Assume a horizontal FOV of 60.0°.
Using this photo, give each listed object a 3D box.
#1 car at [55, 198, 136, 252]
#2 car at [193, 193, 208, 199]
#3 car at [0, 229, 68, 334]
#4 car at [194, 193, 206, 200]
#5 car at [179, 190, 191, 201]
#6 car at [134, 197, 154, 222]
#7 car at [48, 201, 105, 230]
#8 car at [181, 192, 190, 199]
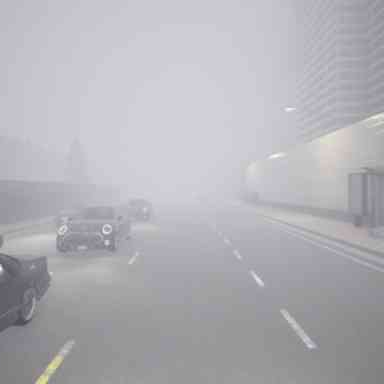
[{"bbox_3d":[-3.849,1.323,13.736,2.097,1.767,4.553,-1,0,-1],"label":"car"},{"bbox_3d":[2.039,0.953,83.815,2.128,1.511,4.902,-1,0,-18],"label":"car"},{"bbox_3d":[-3.652,1.576,4.360,2.033,1.411,5.357,-1,0,-1],"label":"car"},{"bbox_3d":[1.998,0.966,73.393,1.882,1.535,5.008,-1,0,-1],"label":"car"},{"bbox_3d":[-1.402,0.699,68.352,2.150,2.045,5.566,-1,0,-1],"label":"car"},{"bbox_3d":[-4.069,1.253,25.108,2.097,1.767,4.553,-1,0,-1],"label":"car"},{"bbox_3d":[-7.516,1.464,22.211,2.128,1.511,4.902,-1,1,-1],"label":"car"},{"bbox_3d":[-1.712,0.854,83.320,2.128,1.511,4.902,-1,0,-1],"label":"car"}]
